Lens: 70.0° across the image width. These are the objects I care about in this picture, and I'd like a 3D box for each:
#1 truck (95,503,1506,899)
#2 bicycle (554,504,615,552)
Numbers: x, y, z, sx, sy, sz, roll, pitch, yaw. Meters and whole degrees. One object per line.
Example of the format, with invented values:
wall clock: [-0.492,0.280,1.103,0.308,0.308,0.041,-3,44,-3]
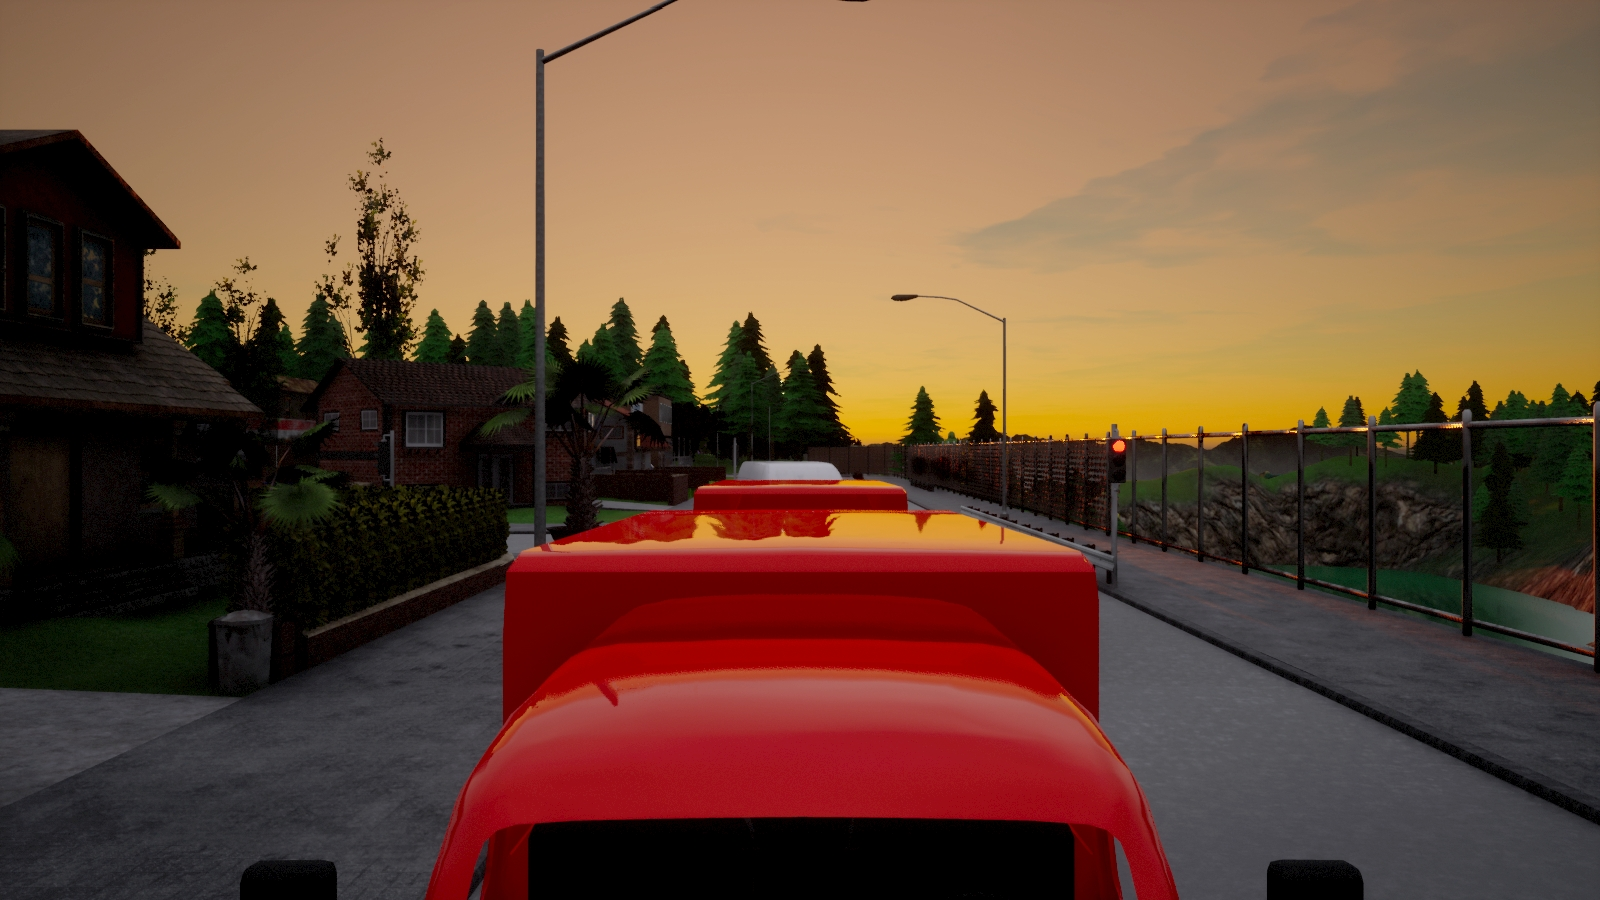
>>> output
truck: [-0.001,1.570,4.728,2.627,2.467,5.204,0,0,0]
bicycle: [-6.027,2.170,32.019,1.487,1.276,0.859,0,0,8]
